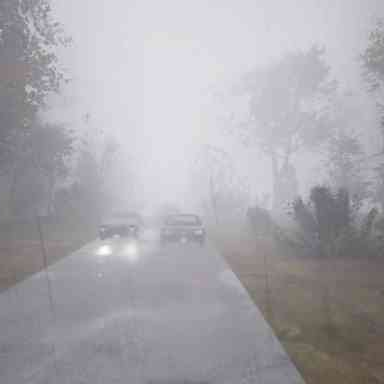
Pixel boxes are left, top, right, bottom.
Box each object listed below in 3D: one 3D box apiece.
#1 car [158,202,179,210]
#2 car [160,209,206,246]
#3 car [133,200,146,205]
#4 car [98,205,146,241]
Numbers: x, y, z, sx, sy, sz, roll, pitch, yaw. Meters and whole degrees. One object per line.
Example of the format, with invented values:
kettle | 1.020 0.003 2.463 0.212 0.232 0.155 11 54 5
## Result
car | -2.285 1.806 33.544 1.837 1.490 4.892 0 -1 -7
car | -0.481 1.676 15.609 1.895 1.301 4.718 0 0 -4
car | -9.547 2.217 60.619 2.097 1.767 4.553 0 -2 -9
car | -3.563 1.635 17.623 2.033 1.411 5.357 0 -1 -4
